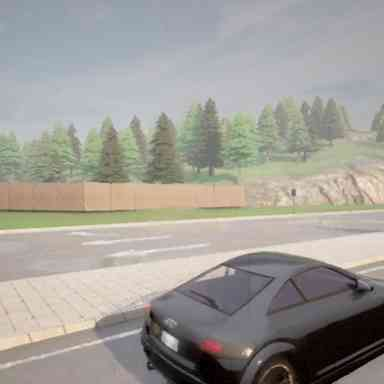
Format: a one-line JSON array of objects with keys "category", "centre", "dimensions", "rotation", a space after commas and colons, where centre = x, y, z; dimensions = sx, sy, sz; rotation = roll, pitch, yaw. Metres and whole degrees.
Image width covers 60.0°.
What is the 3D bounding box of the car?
[{"category": "car", "centre": [1.390, 1.582, 4.741], "dimensions": [4.181, 1.385, 1.994], "rotation": [0, 0, -35]}]
